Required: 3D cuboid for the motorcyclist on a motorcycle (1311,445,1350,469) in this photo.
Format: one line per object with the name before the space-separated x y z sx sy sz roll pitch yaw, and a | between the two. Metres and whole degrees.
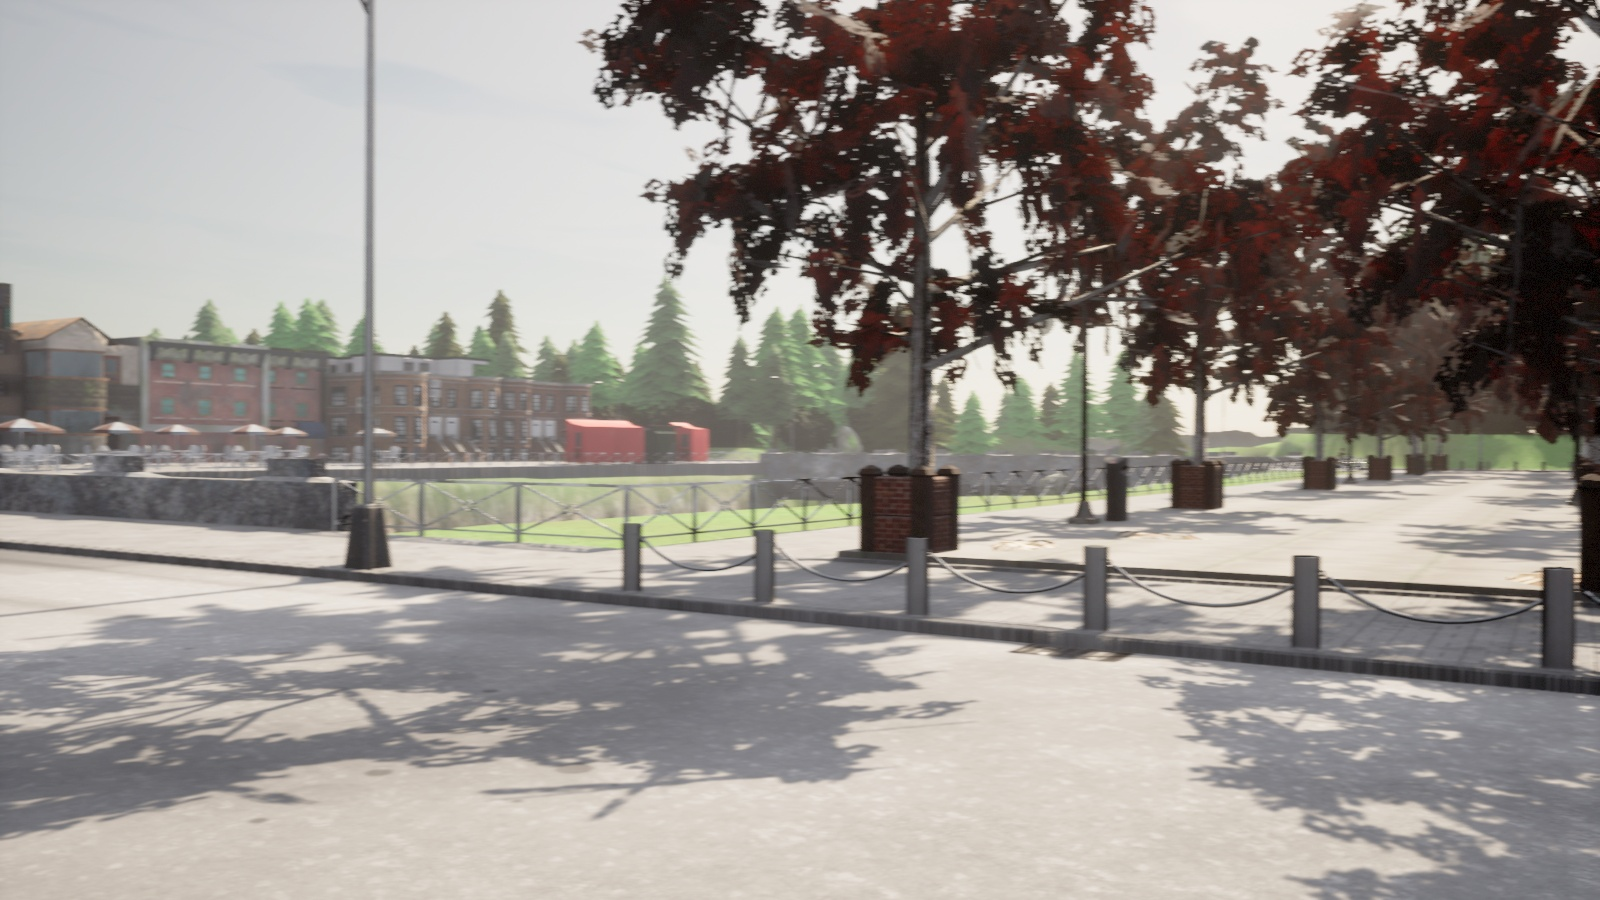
motorcyclist on a motorcycle | 36.685 0.460 86.850 2.350 1.649 0.766 0 0 31
